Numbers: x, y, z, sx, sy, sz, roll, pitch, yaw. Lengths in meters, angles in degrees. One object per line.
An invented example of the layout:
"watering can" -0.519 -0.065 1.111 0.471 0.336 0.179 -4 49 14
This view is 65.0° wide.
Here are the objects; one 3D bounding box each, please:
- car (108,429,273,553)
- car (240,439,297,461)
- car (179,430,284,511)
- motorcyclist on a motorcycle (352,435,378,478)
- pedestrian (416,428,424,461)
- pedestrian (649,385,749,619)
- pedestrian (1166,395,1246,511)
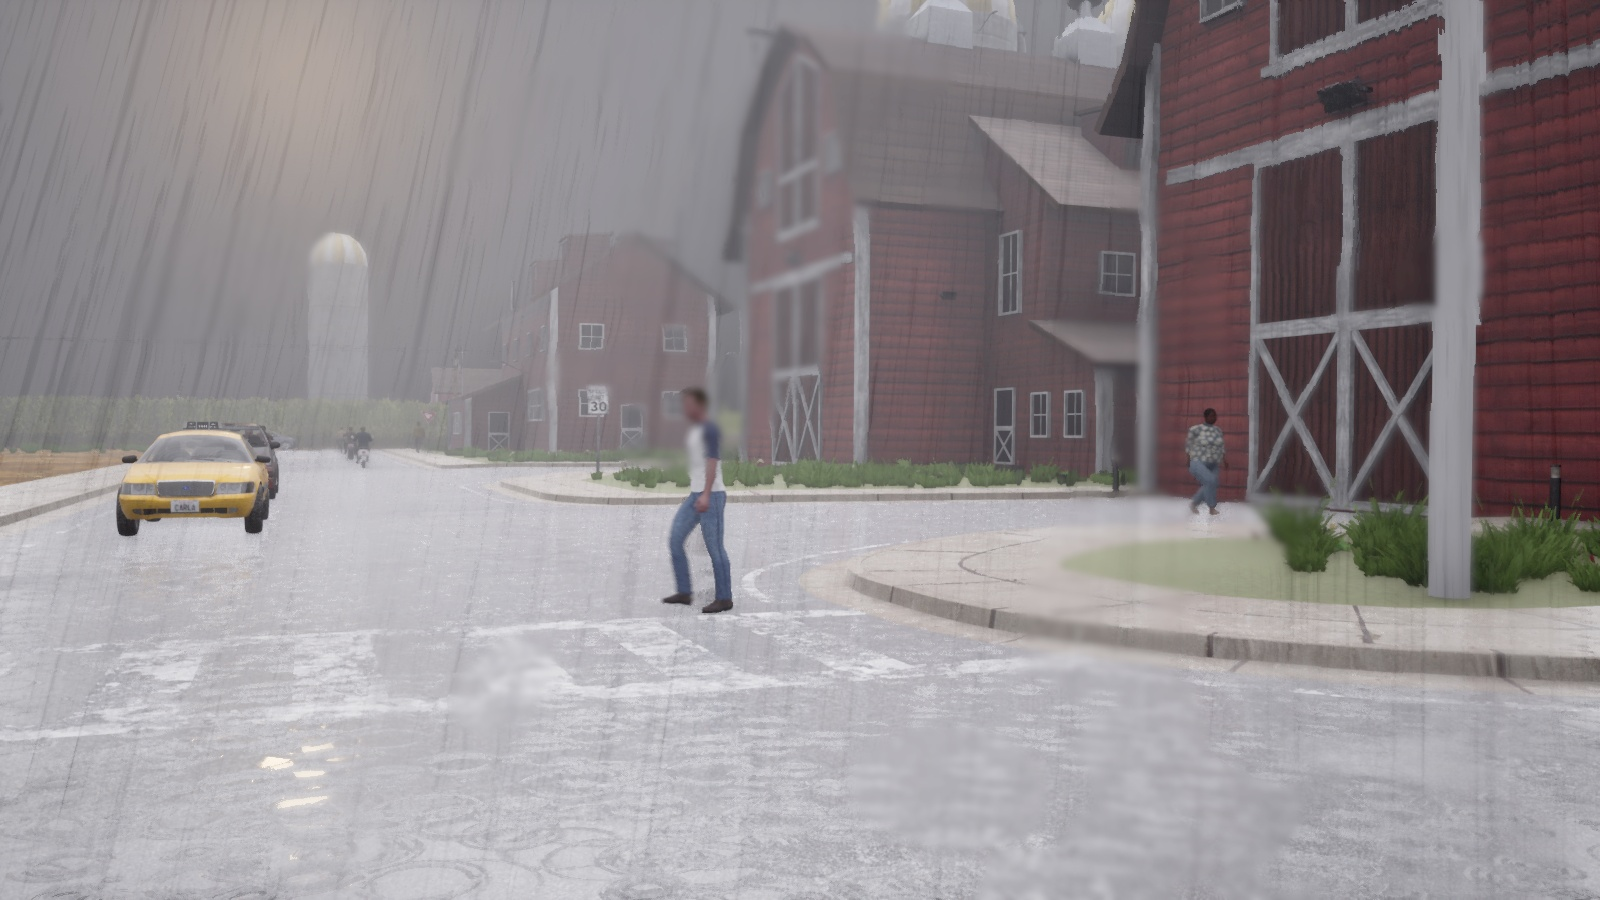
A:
"car" -9.016 0.505 18.960 1.801 1.575 5.366 -1 1 -21
"car" -37.483 0.013 88.691 3.633 1.501 1.845 -1 1 -21
"car" -12.336 0.394 27.444 1.851 1.617 3.988 -1 1 -21
"motorcyclist on a motorcycle" -16.673 0.233 48.123 0.866 1.590 1.817 -1 1 -21
"pedestrian" -21.473 -0.299 70.963 0.431 1.840 0.709 -1 1 -17
"pedestrian" -0.813 0.401 10.148 0.706 1.836 0.354 -1 1 -26
"pedestrian" 6.690 0.034 20.715 0.874 1.855 0.900 -1 1 -21
